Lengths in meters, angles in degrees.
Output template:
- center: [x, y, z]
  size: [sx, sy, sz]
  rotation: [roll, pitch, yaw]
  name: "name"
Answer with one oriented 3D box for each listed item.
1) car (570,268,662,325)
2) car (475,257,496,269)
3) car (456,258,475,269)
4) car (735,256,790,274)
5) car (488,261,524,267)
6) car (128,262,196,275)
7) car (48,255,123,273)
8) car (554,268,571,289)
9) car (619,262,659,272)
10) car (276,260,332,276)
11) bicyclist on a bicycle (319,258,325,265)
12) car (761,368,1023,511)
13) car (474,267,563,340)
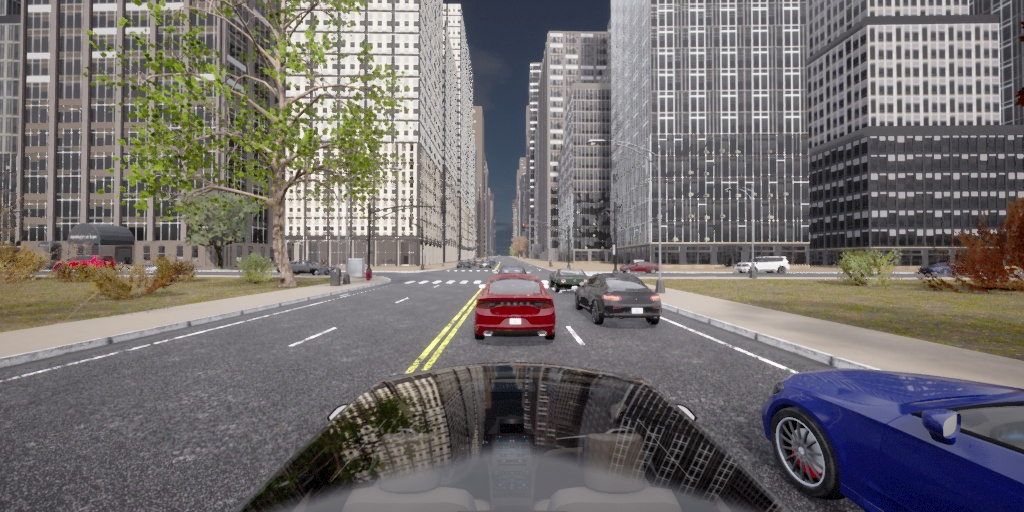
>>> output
- center: [3.294, 1.277, 11.756]
  size: [1.812, 1.442, 4.674]
  rotation: [0, 0, 0]
  name: "car"
- center: [-4.182, 1.222, 57.185]
  size: [2.128, 1.511, 4.902]
  rotation: [0, 0, 0]
  name: "car"
- center: [-7.408, 1.295, 55.751]
  size: [1.994, 1.385, 4.181]
  rotation: [0, 0, -1]
  name: "car"
- center: [29.332, 1.074, 42.091]
  size: [5.566, 2.045, 2.150]
  rotation: [-1, -1, 1]
  name: "car"
- center: [0.006, 1.243, 19.536]
  size: [2.128, 1.511, 4.902]
  rotation: [0, 0, 0]
  name: "car"
- center: [-32.982, 1.236, 34.112]
  size: [4.718, 1.301, 1.895]
  rotation: [0, -1, 1]
  name: "car"
- center: [-48.876, 0.929, 41.155]
  size: [5.566, 2.045, 2.150]
  rotation: [0, -1, 2]
  name: "car"
- center: [3.250, 1.352, 20.914]
  size: [1.895, 1.301, 4.718]
  rotation: [0, 0, 0]
  name: "car"
- center: [15.075, 1.368, 42.398]
  size: [4.674, 1.442, 1.812]
  rotation: [0, -1, 2]
  name: "car"
- center: [-19.454, 1.146, 33.778]
  size: [4.902, 1.511, 2.128]
  rotation: [0, -1, 1]
  name: "car"
- center: [-25.404, 1.149, 48.039]
  size: [0.582, 1.620, 1.656]
  rotation: [0, -1, 1]
  name: "bicyclist on a bicycle"
- center: [3.344, 1.276, 1.506]
  size: [1.812, 1.442, 4.674]
  rotation: [0, 0, -1]
  name: "car"
- center: [0.058, 1.229, 10.032]
  size: [1.882, 1.535, 5.008]
  rotation: [0, 0, 0]
  name: "car"
